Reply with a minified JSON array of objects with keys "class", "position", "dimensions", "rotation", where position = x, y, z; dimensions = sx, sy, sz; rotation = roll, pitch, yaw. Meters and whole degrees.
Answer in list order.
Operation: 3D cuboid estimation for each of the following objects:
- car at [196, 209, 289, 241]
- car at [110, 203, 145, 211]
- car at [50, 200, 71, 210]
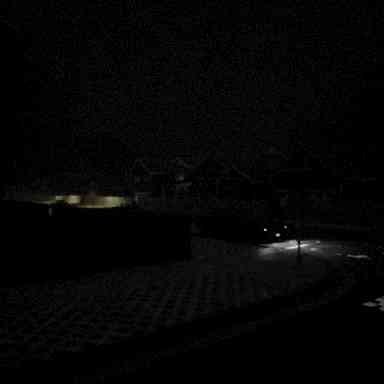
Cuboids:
[{"class":"car","position":[2.367,1.588,17.316],"dimensions":[2.033,1.411,5.357],"rotation":[-2,1,-36]},{"class":"car","position":[-5.498,1.686,28.300],"dimensions":[1.994,1.385,4.181],"rotation":[-2,1,-36]},{"class":"car","position":[-18.456,1.775,46.537],"dimensions":[2.033,1.411,5.357],"rotation":[-2,1,-35]}]
